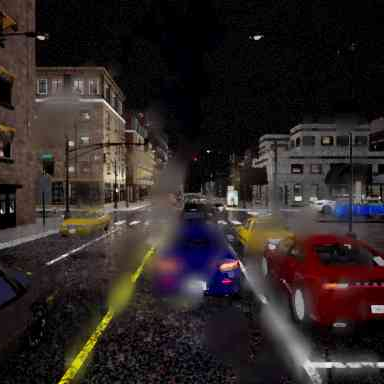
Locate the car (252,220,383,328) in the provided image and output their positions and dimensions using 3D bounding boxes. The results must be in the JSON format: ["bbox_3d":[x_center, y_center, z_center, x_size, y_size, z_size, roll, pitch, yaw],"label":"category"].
[{"bbox_3d":[2.684,1.544,7.000,1.887,1.381,4.507,0,0,0],"label":"car"}]

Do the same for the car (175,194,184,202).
[{"bbox_3d":[-3.018,1.366,80.799,2.097,1.767,4.553,0,0,0],"label":"car"}]

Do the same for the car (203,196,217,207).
[{"bbox_3d":[2.673,1.462,50.866,1.967,1.590,4.097,0,0,0],"label":"car"}]

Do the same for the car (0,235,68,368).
[{"bbox_3d":[-3.102,1.547,3.437,2.033,1.411,5.357,0,0,0],"label":"car"}]

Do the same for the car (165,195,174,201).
[{"bbox_3d":[-5.715,1.596,84.862,1.752,1.417,4.829,0,0,0],"label":"car"}]

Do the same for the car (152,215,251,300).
[{"bbox_3d":[0.102,1.525,8.283,1.812,1.442,4.674,0,0,0],"label":"car"}]

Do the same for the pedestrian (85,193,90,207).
[{"bbox_3d":[-12.639,1.079,40.276,0.375,1.860,0.375,0,0,0],"label":"pedestrian"}]

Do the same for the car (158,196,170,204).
[{"bbox_3d":[-5.710,1.594,67.942,2.008,1.369,4.403,0,0,0],"label":"car"}]

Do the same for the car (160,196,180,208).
[{"bbox_3d":[-3.108,1.620,48.485,1.895,1.301,4.718,0,0,0],"label":"car"}]

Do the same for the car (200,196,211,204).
[{"bbox_3d":[2.670,1.594,67.957,2.008,1.369,4.403,0,0,0],"label":"car"}]

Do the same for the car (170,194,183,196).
[{"bbox_3d":[-3.045,1.606,66.356,1.994,1.385,4.181,0,0,0],"label":"car"}]

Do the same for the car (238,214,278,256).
[{"bbox_3d":[2.683,1.526,12.867,1.752,1.417,4.829,0,0,0],"label":"car"}]

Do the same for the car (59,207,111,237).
[{"bbox_3d":[-5.700,1.527,18.226,1.752,1.417,4.829,0,0,0],"label":"car"}]

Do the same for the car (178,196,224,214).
[{"bbox_3d":[1.206,1.493,34.895,2.128,1.511,4.902,-1,1,-44],"label":"car"}]

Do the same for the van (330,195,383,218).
[{"bbox_3d":[14.652,1.413,29.163,3.998,1.788,1.690,0,0,0],"label":"van"}]

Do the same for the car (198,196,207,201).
[{"bbox_3d":[2.666,1.622,85.046,2.008,1.369,4.403,-1,0,0],"label":"car"}]

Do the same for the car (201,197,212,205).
[{"bbox_3d":[2.671,1.618,62.259,1.802,1.307,4.206,0,0,0],"label":"car"}]

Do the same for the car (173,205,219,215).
[{"bbox_3d":[0.097,1.565,16.976,1.994,1.385,4.181,0,0,0],"label":"car"}]

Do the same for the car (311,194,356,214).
[{"bbox_3d":[15.477,1.256,34.957,5.566,2.045,2.150,0,0,0],"label":"car"}]

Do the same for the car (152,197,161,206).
[{"bbox_3d":[-5.708,1.579,56.549,2.008,1.369,4.403,0,0,0],"label":"car"}]
